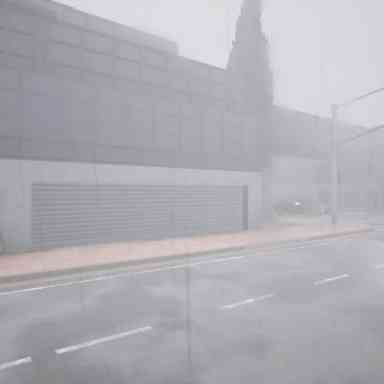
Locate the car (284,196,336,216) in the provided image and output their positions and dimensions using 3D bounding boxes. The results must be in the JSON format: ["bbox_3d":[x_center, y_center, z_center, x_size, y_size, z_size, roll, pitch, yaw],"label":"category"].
[{"bbox_3d":[11.793,1.352,33.417,2.097,1.767,4.553,0,0,-37],"label":"car"}]

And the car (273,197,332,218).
[{"bbox_3d":[9.703,1.491,30.360,2.128,1.511,4.902,0,0,-37],"label":"car"}]
